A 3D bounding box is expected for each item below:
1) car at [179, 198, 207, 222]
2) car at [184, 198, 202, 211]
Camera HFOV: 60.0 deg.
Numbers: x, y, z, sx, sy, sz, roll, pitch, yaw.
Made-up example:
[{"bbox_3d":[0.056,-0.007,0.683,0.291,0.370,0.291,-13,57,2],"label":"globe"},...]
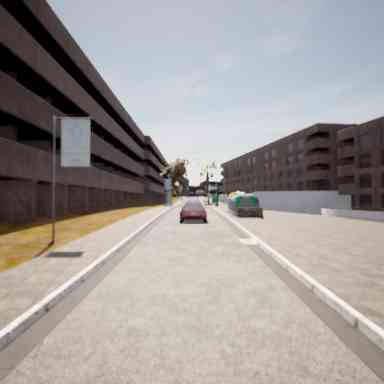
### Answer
[{"bbox_3d":[0.101,1.418,24.711,1.994,1.385,4.181,0,0,0],"label":"car"},{"bbox_3d":[0.105,1.508,41.395,2.033,1.411,5.357,0,-1,0],"label":"car"}]
